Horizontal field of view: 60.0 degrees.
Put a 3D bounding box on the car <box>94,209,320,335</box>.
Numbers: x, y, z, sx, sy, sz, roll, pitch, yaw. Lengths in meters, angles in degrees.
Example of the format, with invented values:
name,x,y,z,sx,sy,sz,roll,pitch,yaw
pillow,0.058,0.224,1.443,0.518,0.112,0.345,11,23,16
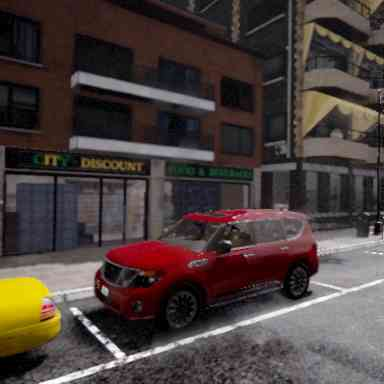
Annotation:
name,x,y,z,sx,sy,sz,roll,pitch,yaw
car,0.614,1.338,6.977,5.009,1.841,2.192,0,1,-35

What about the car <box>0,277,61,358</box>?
name,x,y,z,sx,sy,sz,roll,pitch,yaw
car,-4.063,1.519,3.646,4.829,1.417,1.752,0,1,-35
